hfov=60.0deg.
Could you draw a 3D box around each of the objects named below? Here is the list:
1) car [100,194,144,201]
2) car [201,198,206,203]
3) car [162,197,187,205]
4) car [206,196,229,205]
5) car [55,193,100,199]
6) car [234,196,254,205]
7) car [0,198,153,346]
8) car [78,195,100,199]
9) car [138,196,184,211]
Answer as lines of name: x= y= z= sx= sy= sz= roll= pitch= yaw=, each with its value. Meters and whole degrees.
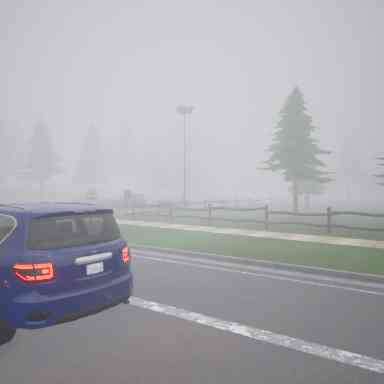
car: x=-8.104 y=1.221 z=41.116 sx=2.150 sy=2.045 sz=5.566 roll=0 pitch=0 yaw=35
car: x=3.796 y=1.548 z=64.123 sx=2.033 sy=1.411 sz=5.357 roll=0 pitch=0 yaw=35
car: x=-3.107 y=1.601 z=60.441 sx=1.895 sy=1.301 sz=4.718 roll=0 pitch=0 yaw=35
car: x=5.064 y=1.525 z=59.871 sx=1.812 sy=1.442 sz=4.674 roll=0 pitch=0 yaw=35
car: x=-14.943 y=1.353 z=43.549 sx=2.097 sy=1.767 sz=4.553 roll=0 pitch=0 yaw=35
car: x=9.372 y=1.477 z=59.888 sx=1.882 sy=1.535 sz=5.008 roll=0 pitch=0 yaw=35
car: x=-3.598 y=1.221 z=6.501 sx=5.566 sy=2.045 sz=2.150 roll=0 pitch=0 yaw=36
car: x=-11.470 y=1.477 z=42.408 sx=1.882 sy=1.535 sz=5.008 roll=0 pitch=0 yaw=35
car: x=-3.771 y=1.547 z=41.203 sx=2.033 sy=1.411 sz=5.357 roll=0 pitch=0 yaw=35
